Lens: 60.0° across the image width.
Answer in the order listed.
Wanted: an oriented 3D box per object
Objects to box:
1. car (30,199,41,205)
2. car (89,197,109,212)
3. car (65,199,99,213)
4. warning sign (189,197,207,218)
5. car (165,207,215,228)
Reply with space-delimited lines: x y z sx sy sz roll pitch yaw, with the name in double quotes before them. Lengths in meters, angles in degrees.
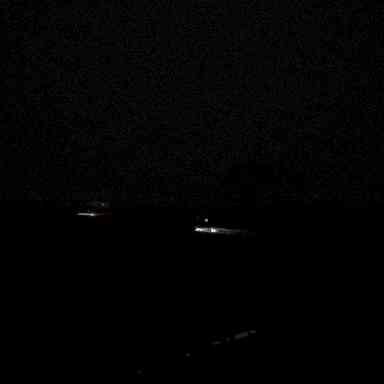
"car" -39.637 2.501 84.061 2.097 1.767 4.553 2 -2 -36
"car" -13.499 1.769 46.886 2.150 2.045 5.566 1 -2 -35
"car" -14.275 2.002 43.102 2.033 1.411 5.357 2 -2 -36
"warning sign" 0.612 1.471 31.756 1.300 1.860 1.060 2 -1 -36
"car" -0.209 1.738 23.880 1.994 1.385 4.181 2 -2 -36
